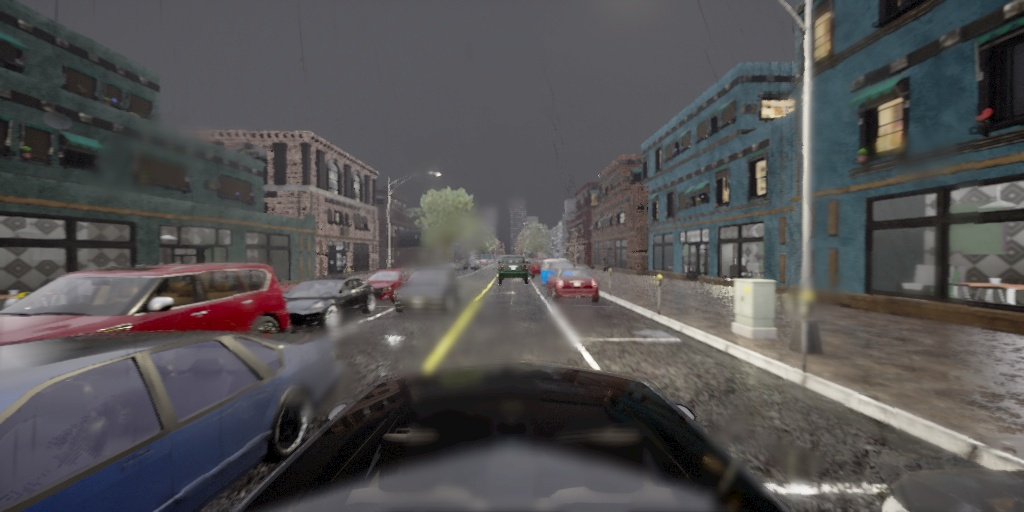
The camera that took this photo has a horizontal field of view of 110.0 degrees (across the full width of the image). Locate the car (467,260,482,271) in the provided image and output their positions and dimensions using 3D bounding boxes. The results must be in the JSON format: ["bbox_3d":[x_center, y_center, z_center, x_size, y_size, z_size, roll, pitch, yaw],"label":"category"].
[{"bbox_3d":[-5.687,1.305,49.928,1.948,1.339,4.313,0,0,0],"label":"car"}]

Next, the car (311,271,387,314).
[{"bbox_3d":[-5.686,1.314,11.120,1.948,1.339,4.313,0,0,0],"label":"car"}]

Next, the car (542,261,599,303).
[{"bbox_3d":[2.694,1.187,16.665,1.967,1.591,4.097,0,0,0],"label":"car"}]

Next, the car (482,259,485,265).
[{"bbox_3d":[-5.687,1.289,55.472,2.007,1.370,4.403,0,0,0],"label":"car"}]

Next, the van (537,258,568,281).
[{"bbox_3d":[2.694,1.087,22.209,1.690,1.789,3.998,0,0,0],"label":"van"}]

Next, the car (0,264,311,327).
[{"bbox_3d":[-5.686,1.064,5.577,2.192,1.841,5.009,0,0,0],"label":"car"}]

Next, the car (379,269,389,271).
[{"bbox_3d":[-5.686,1.292,16.665,1.888,1.381,4.507,0,0,0],"label":"car"}]

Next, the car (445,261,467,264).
[{"bbox_3d":[-5.687,1.309,33.297,1.948,1.339,4.313,0,0,0],"label":"car"}]

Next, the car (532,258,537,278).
[{"bbox_3d":[2.694,1.058,33.297,2.192,1.841,5.009,0,0,0],"label":"car"}]

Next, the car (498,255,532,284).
[{"bbox_3d":[0.101,0.966,27.457,2.150,2.045,5.566,0,0,0],"label":"car"}]

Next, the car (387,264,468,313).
[{"bbox_3d":[-3.067,1.251,14.130,1.837,1.490,4.892,0,0,0],"label":"car"}]

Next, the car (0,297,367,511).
[{"bbox_3d":[-3.061,1.298,2.242,2.033,1.411,5.357,0,0,0],"label":"car"}]
